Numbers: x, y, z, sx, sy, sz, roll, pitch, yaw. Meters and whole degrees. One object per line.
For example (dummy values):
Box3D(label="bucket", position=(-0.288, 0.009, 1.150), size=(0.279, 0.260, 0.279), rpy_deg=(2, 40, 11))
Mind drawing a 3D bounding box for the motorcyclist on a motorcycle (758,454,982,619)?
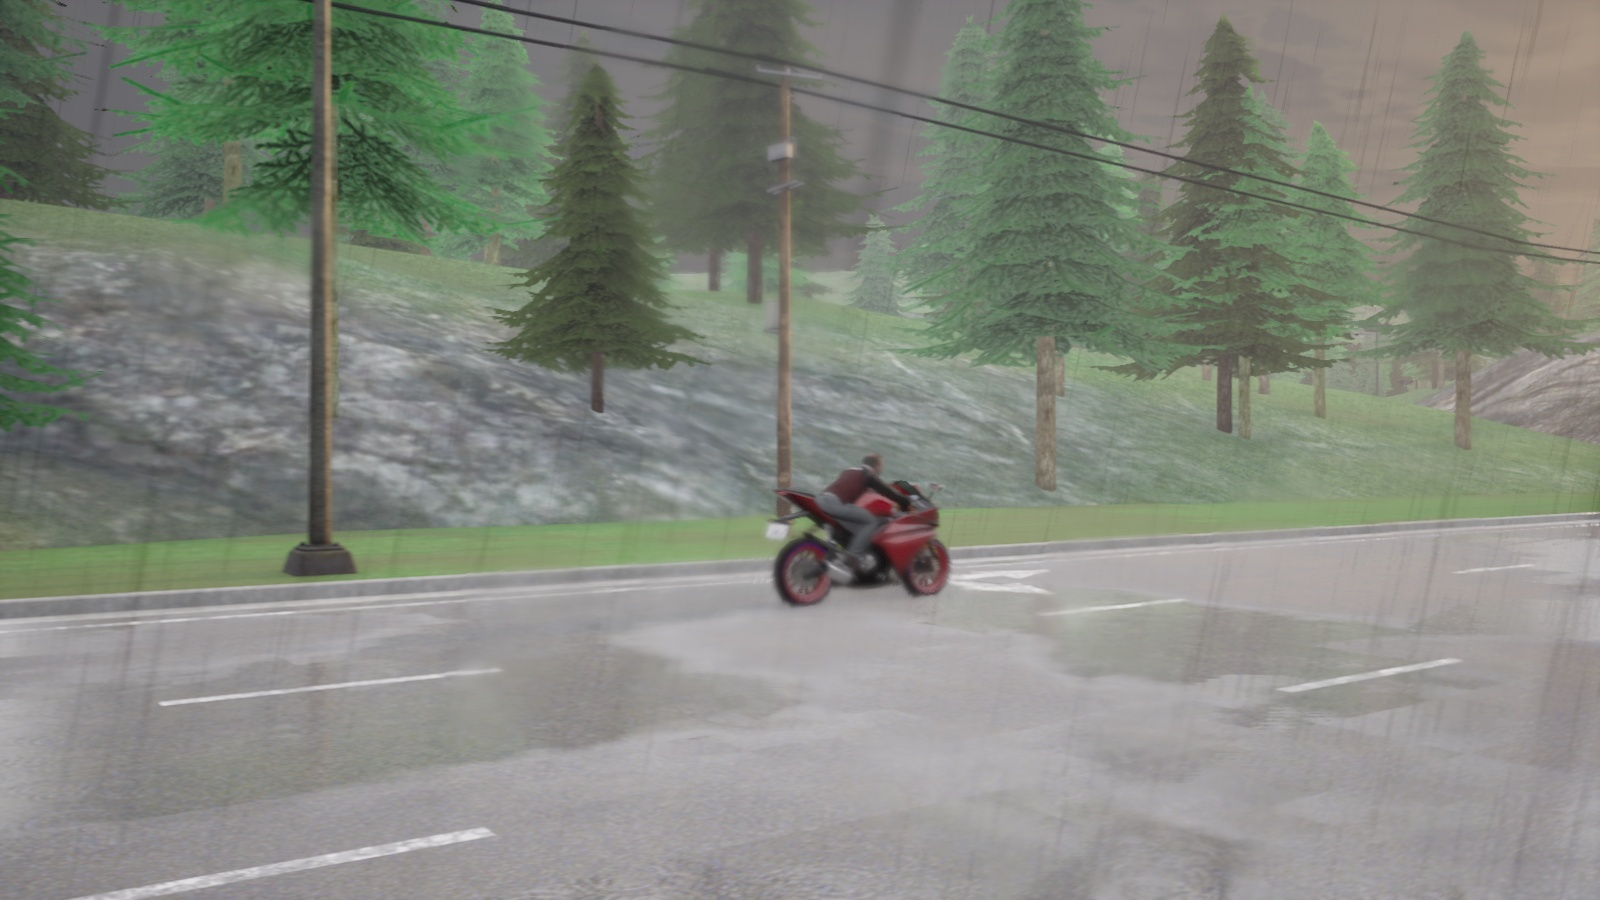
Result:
Box3D(label="motorcyclist on a motorcycle", position=(0.736, 0.809, 12.700), size=(2.191, 1.530, 0.866), rpy_deg=(0, 0, -35))
